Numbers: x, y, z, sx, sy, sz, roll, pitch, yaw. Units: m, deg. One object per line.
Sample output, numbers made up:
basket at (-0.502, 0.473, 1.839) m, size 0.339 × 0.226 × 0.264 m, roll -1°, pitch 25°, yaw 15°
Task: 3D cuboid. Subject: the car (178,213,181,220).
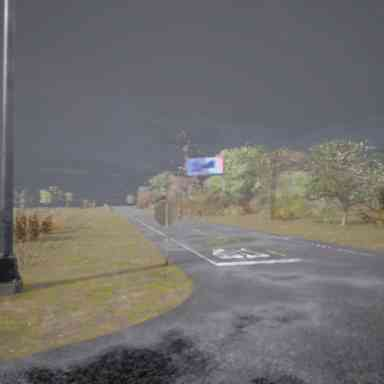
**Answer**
car at (-2.985, 3.555, 51.468) m, size 1.812 × 1.442 × 4.674 m, roll 0°, pitch -2°, yaw -13°
